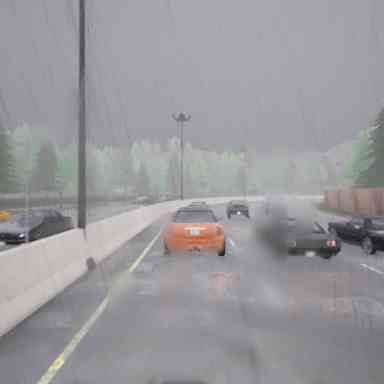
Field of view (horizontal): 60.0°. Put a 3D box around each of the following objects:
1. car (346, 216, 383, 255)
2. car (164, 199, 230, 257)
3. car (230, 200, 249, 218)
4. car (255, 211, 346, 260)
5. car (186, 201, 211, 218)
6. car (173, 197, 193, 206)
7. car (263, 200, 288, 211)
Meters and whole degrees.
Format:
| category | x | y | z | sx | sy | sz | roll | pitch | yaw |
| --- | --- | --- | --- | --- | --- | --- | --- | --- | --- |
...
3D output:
| category | x | y | z | sx | sy | sz | roll | pitch | yaw |
| --- | --- | --- | --- | --- | --- | --- | --- | --- | --- |
| car | 7.102 | 1.589 | 13.116 | 1.895 | 1.301 | 4.718 | 0 | 0 | 0 |
| car | 0.102 | 1.341 | 13.042 | 2.097 | 1.767 | 4.553 | 0 | 0 | 0 |
| car | 4.100 | 1.478 | 29.933 | 1.837 | 1.490 | 4.892 | 0 | 0 | 5 |
| car | 3.602 | 1.590 | 12.322 | 1.895 | 1.301 | 4.718 | 0 | 0 | 0 |
| car | 0.650 | 1.537 | 30.411 | 1.994 | 1.385 | 4.181 | 0 | 0 | 5 |
| car | -1.438 | 1.514 | 54.804 | 1.994 | 1.385 | 4.181 | 0 | 0 | 19 |
| car | 7.700 | 1.498 | 30.886 | 1.812 | 1.442 | 4.674 | 0 | 0 | 6 |
